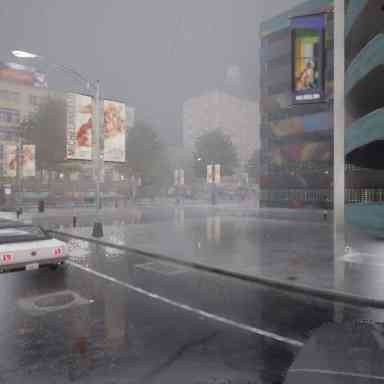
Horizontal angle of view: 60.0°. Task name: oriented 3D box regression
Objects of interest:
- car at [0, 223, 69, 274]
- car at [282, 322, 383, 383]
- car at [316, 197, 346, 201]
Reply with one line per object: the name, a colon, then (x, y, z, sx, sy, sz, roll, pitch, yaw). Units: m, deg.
car: (-5.571, 1.601, 10.052, 1.895, 1.301, 4.718, 0, 0, -43)
car: (3.216, 1.547, 1.816, 5.357, 1.411, 2.033, 0, 0, 33)
car: (17.422, 1.320, 42.551, 4.674, 1.452, 2.002, 0, 0, -42)
